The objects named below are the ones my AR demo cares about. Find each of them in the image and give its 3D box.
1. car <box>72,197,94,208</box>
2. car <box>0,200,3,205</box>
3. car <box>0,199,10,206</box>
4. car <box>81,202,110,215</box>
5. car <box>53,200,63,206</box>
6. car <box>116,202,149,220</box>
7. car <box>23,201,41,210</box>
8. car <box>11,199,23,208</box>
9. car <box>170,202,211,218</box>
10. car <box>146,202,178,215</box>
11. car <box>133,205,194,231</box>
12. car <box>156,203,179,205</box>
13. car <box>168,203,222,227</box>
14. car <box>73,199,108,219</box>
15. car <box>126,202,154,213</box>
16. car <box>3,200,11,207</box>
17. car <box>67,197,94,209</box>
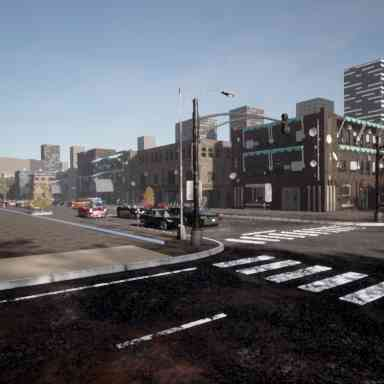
[{"bbox_3d":[-20.133,1.940,61.324,2.192,1.841,5.009,-1,0,-37],"label":"car"},{"bbox_3d":[-43.416,2.547,78.464,2.008,1.369,4.403,-1,0,-37],"label":"car"},{"bbox_3d":[-46.731,2.598,82.895,1.887,1.381,4.507,-1,0,-37],"label":"car"},{"bbox_3d":[-11.847,1.975,40.624,1.812,1.442,4.674,-1,0,-36],"label":"car"},{"bbox_3d":[-30.075,2.364,74.622,1.947,1.339,4.313,-1,0,-37],"label":"car"},{"bbox_3d":[-5.721,1.825,32.421,2.128,1.511,4.902,-1,0,-37],"label":"car"},{"bbox_3d":[-26.735,2.233,56.167,1.752,1.417,4.829,-1,0,-37],"label":"car"},{"bbox_3d":[-33.469,2.376,65.168,2.008,1.369,4.403,-1,0,-37],"label":"car"},{"bbox_3d":[-0.233,1.810,34.733,2.008,1.369,4.403,-2,0,-37],"label":"car"},{"bbox_3d":[-3.548,1.904,39.165,1.802,1.307,4.206,-2,0,-37],"label":"car"},{"bbox_3d":[-2.042,1.815,22.959,1.947,1.339,4.313,-2,0,-37],"label":"car"},{"bbox_3d":[-1.358,1.758,31.875,2.128,1.511,4.902,-1,0,-36],"label":"car"},{"bbox_3d":[0.263,1.783,24.397,1.994,1.385,4.181,-1,0,-38],"label":"car"},{"bbox_3d":[-10.260,1.846,34.143,1.967,1.590,4.097,-2,0,-37],"label":"car"},{"bbox_3d":[-6.863,1.966,43.597,1.802,1.307,4.206,-2,0,-37],"label":"car"},{"bbox_3d":[-40.102,2.380,74.031,1.967,1.590,4.097,-1,0,-37],"label":"car"},{"bbox_3d":[-18.258,1.932,54.514,2.097,1.767,4.553,-1,0,-37],"label":"car"}]
